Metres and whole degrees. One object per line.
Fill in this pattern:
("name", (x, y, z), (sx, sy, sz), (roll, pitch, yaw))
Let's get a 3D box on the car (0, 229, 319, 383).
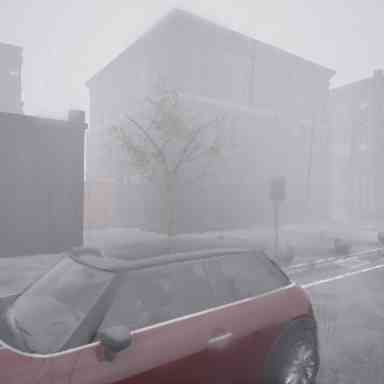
("car", (-0.763, 1.352, 3.438), (4.553, 1.767, 2.097), (0, 0, -35))
